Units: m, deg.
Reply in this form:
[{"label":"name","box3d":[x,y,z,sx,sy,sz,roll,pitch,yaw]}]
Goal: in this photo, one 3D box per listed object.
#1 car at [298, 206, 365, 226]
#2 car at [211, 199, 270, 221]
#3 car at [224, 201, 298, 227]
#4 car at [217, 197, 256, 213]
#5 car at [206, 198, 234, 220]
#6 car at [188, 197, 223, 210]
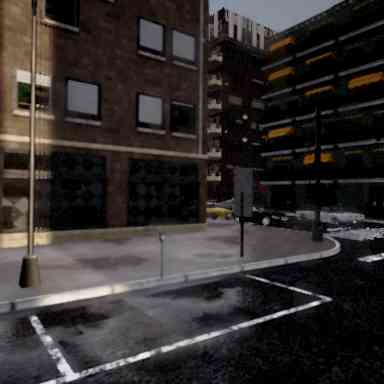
[{"label":"car","box3d":[9.945,1.708,24.481,1.895,1.301,4.718,1,0,-30]},{"label":"car","box3d":[3.993,1.473,28.394,2.128,1.511,4.902,1,0,-36]},{"label":"car","box3d":[4.672,1.562,23.084,2.008,1.369,4.403,2,0,-36]},{"label":"car","box3d":[4.907,1.413,36.993,1.967,1.590,4.097,2,0,-36]},{"label":"car","box3d":[1.494,1.461,27.446,1.752,1.417,4.829,2,0,-36]},{"label":"car","box3d":[1.624,1.446,41.491,2.008,1.369,4.403,2,0,-36]}]
